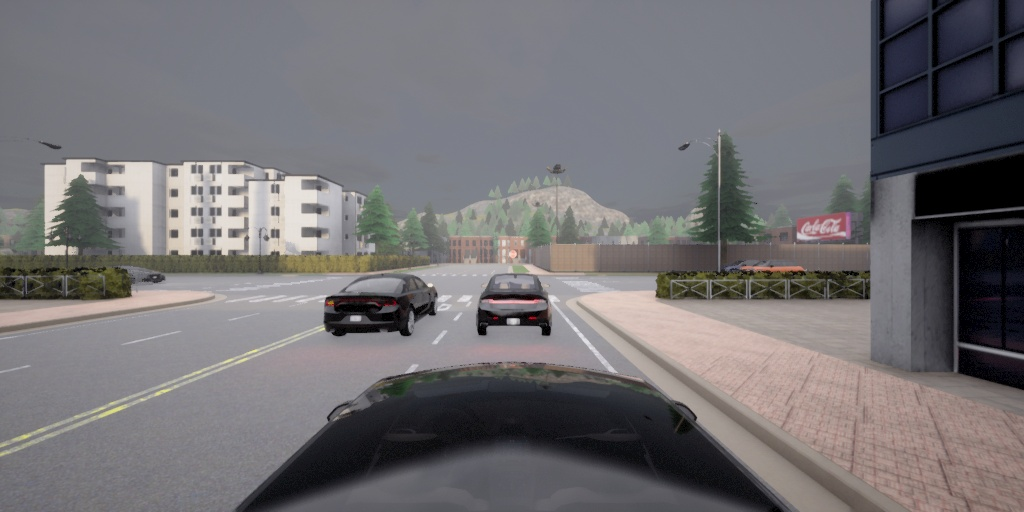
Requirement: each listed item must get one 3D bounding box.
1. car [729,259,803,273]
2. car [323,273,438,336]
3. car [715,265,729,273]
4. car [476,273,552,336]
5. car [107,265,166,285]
[{"bbox_3d":[20.534,1.099,28.714,4.553,1.767,2.097,0,0,0],"label":"car"},{"bbox_3d":[-3.458,1.227,10.379,1.882,1.535,5.008,0,0,0],"label":"car"},{"bbox_3d":[20.793,1.098,32.213,4.553,1.767,2.097,0,0,0],"label":"car"},{"bbox_3d":[0.092,1.241,10.383,2.128,1.511,4.902,0,0,1],"label":"car"},{"bbox_3d":[-26.946,1.311,25.051,4.181,1.385,1.994,0,0,0],"label":"car"}]
